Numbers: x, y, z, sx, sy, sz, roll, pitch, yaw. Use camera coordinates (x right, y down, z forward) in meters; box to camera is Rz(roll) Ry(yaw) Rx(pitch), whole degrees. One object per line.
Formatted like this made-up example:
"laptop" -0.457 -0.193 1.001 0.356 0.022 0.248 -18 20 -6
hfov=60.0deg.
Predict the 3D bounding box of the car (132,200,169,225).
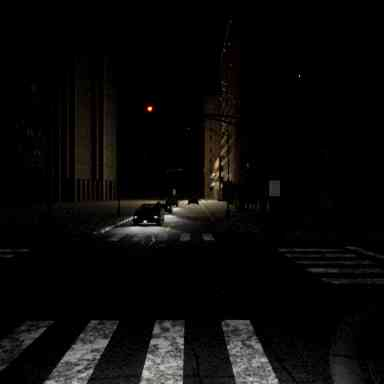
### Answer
"car" -3.058 1.554 24.437 2.033 1.411 5.357 0 0 0

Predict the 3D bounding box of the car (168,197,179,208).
"car" -2.993 1.502 49.474 2.128 1.511 4.902 0 0 0

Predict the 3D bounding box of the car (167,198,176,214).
"car" -3.044 1.610 35.337 1.895 1.301 4.718 0 0 0

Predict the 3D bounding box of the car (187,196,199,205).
"car" 0.201 1.538 57.934 1.812 1.442 4.674 0 0 0

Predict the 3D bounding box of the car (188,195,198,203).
"car" 0.214 1.491 67.843 1.882 1.535 5.008 0 0 0
